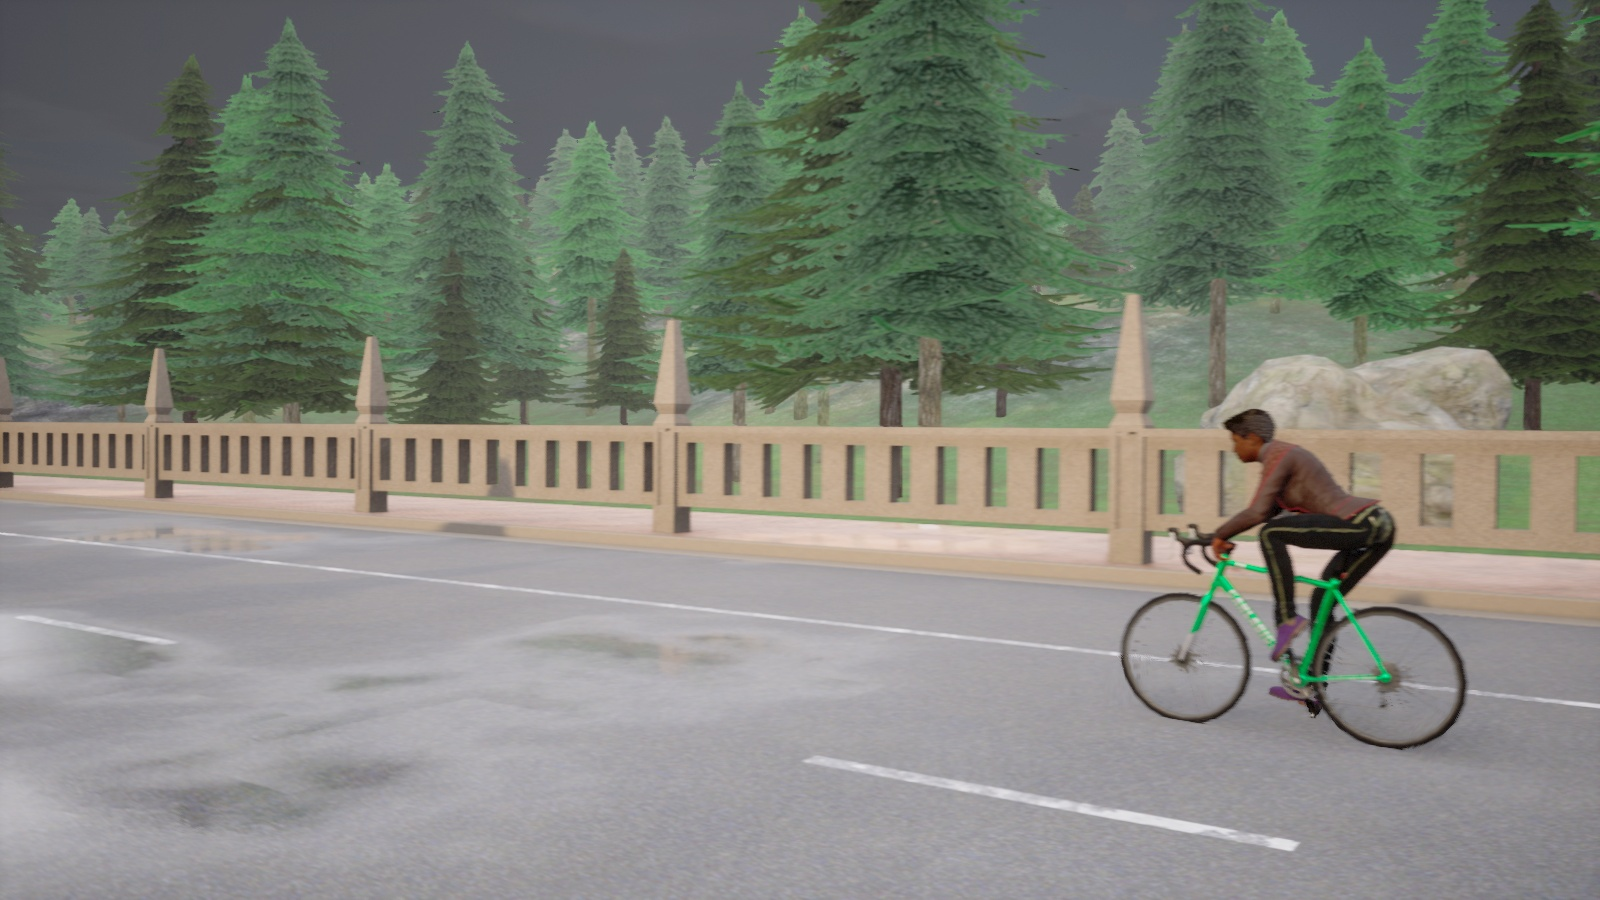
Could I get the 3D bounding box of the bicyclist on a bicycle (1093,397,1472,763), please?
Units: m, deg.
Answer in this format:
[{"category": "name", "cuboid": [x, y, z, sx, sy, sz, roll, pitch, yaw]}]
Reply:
[{"category": "bicyclist on a bicycle", "cuboid": [2.369, 0.577, 6.250, 1.656, 1.620, 0.582, 0, 1, 34]}]
